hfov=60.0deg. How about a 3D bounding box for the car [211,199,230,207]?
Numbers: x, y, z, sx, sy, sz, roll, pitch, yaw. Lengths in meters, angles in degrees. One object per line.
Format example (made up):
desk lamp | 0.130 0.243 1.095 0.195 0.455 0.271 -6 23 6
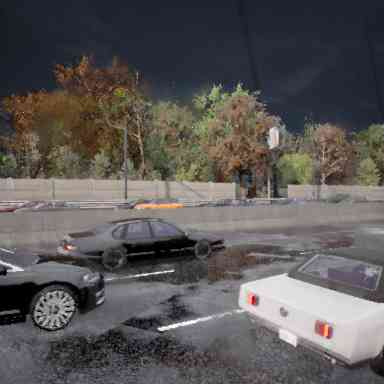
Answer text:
car | 5.080 1.548 35.182 5.357 1.411 2.033 0 0 -31

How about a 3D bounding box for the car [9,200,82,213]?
car | -11.098 1.492 25.722 4.902 1.511 2.128 0 0 -30

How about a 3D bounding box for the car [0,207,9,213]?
car | -13.590 1.478 28.322 5.008 1.535 1.882 0 0 -30

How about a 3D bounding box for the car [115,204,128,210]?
car | -5.216 1.505 33.212 4.892 1.490 1.837 0 0 -30

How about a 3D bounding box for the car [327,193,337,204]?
car | 21.033 1.229 48.557 5.566 2.045 2.150 0 0 -30

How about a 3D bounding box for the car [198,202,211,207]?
car | 3.222 1.548 38.156 5.357 1.411 2.033 0 0 -30

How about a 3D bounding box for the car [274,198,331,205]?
car | 9.970 1.526 29.936 4.674 1.442 1.812 0 0 -30

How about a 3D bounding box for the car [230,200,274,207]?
car | 6.350 1.601 31.872 4.718 1.301 1.895 0 0 -30

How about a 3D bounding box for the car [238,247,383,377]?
car | 3.164 1.600 5.448 4.718 1.301 1.895 0 0 -30

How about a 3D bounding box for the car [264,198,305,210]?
car | 12.106 1.550 43.341 5.357 1.411 2.033 0 0 -30

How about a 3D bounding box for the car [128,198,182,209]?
car | -3.112 1.352 30.391 4.553 1.767 2.097 0 0 -30

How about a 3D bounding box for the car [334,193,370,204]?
car | 22.007 1.358 45.076 4.553 1.767 2.097 0 0 -30

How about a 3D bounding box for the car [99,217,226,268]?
car | -1.508 1.547 10.827 5.357 1.411 2.033 0 0 -30

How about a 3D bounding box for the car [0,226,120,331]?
car | -3.926 1.491 5.358 4.902 1.511 2.128 0 0 -30
